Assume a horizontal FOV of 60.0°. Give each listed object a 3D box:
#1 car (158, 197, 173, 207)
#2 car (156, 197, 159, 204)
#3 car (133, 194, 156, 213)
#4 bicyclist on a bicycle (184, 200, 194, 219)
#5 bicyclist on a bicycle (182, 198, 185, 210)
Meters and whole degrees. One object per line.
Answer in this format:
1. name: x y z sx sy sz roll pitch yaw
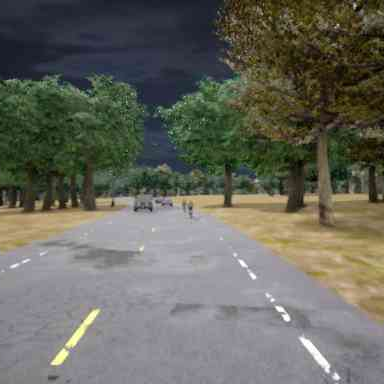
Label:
1. car: -4.291 1.777 57.619 2.033 1.411 5.357 0 0 -8
2. car: -7.307 1.920 75.094 2.128 1.511 4.902 0 -1 -11
3. car: -5.661 1.306 39.181 2.150 2.045 5.566 0 0 -6
4. bicyclist on a bicycle: -0.104 1.485 27.890 0.582 1.620 1.656 0 -1 -4
5. bicyclist on a bicycle: -0.855 1.524 36.863 0.582 1.620 1.656 0 -1 -5
